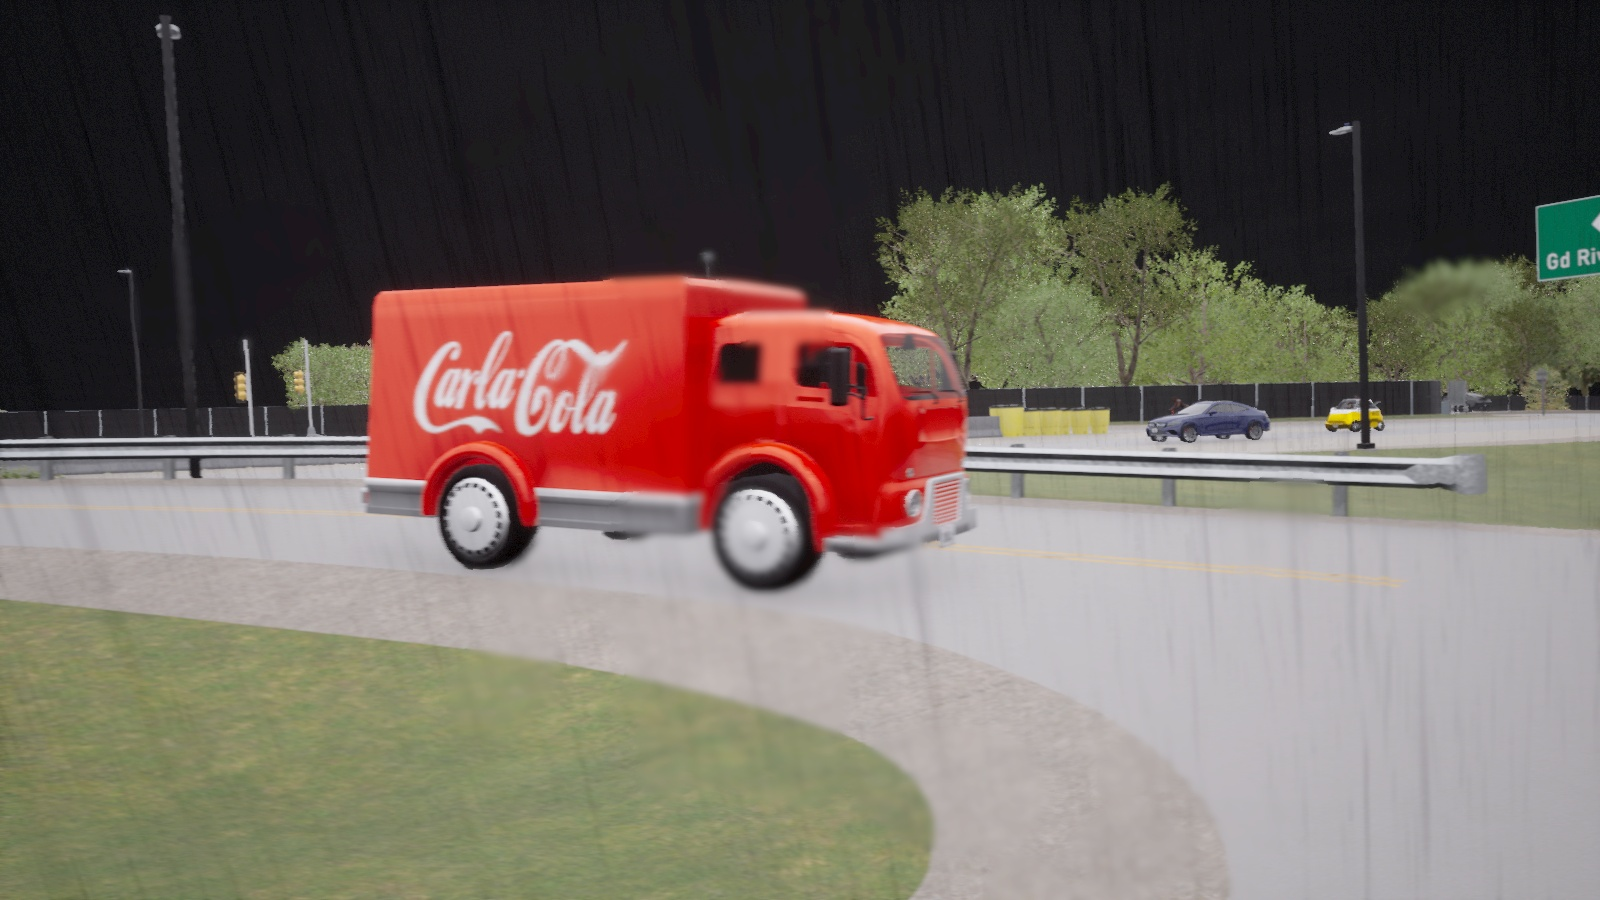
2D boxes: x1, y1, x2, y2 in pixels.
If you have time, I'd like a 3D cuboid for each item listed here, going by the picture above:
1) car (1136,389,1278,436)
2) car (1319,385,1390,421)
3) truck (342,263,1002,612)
[{"bbox_3d":[14.501,-1.338,44.704,4.674,1.442,1.812,-3,2,-21],"label":"car"},{"bbox_3d":[22.833,-1.928,51.725,2.207,1.376,1.481,-3,2,-21],"label":"car"},{"bbox_3d":[-1.126,-0.200,11.207,5.204,2.467,2.627,1,4,27],"label":"truck"}]
